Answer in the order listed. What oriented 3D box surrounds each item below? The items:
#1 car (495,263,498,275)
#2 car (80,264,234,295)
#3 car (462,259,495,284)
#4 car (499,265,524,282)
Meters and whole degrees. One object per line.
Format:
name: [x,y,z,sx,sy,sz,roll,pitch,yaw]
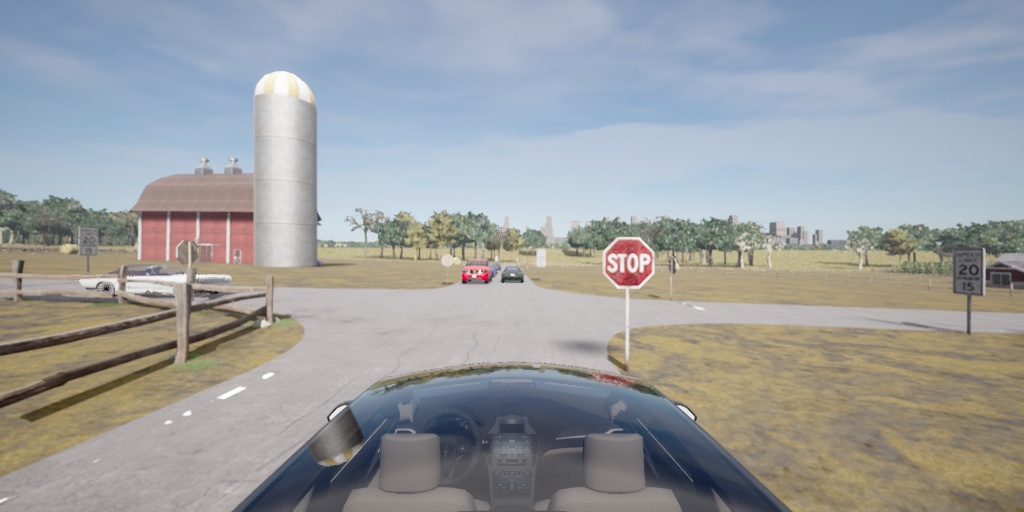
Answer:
car: [-2.912,1.669,40.887,1.882,1.535,5.008,0,-1,0]
car: [-14.592,1.029,14.997,4.718,1.301,1.895,2,0,-2]
car: [-2.919,1.274,30.808,2.150,2.045,5.566,0,-1,1]
car: [0.047,1.646,33.059,1.994,1.385,4.181,0,-1,0]
